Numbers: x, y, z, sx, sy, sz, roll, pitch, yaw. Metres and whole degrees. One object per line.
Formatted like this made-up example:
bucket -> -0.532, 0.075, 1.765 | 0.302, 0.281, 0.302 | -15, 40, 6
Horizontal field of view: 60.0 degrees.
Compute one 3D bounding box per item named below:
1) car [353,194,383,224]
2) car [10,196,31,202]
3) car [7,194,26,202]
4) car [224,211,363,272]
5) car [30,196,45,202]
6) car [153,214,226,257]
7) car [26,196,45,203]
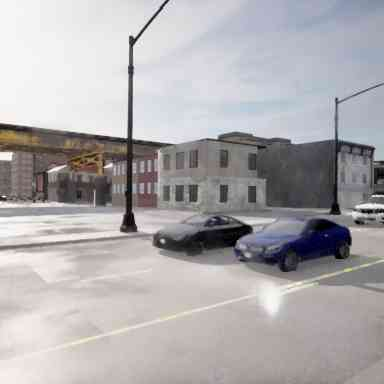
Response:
car -> 13.092, 1.182, 22.460 | 5.566, 2.045, 2.150 | 0, 0, -37
car -> -39.644, 1.579, 77.035 | 4.536, 1.218, 1.853 | 0, -1, 24
car -> -39.598, 1.737, 77.013 | 4.974, 1.542, 2.038 | 0, -1, 24
car -> 3.481, 1.536, 10.963 | 4.674, 1.442, 1.812 | 0, 0, -37
car -> -35.875, 1.621, 77.211 | 1.853, 1.218, 4.536 | 1, 0, -6
car -> 0.552, 1.575, 13.145 | 4.181, 1.385, 1.994 | 0, 0, -37
car -> -35.870, 1.779, 77.158 | 2.038, 1.542, 4.974 | 1, 0, -6
